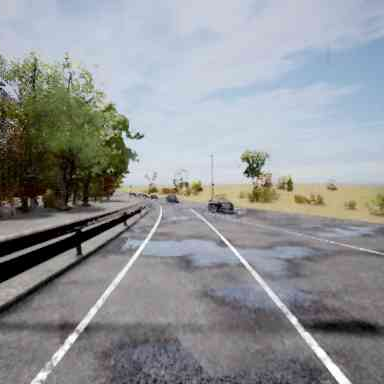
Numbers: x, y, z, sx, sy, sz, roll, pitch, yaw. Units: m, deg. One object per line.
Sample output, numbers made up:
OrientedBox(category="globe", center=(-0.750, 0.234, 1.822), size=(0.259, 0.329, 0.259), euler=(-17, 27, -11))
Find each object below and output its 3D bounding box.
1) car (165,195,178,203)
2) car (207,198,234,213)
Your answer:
OrientedBox(category="car", center=(-4.254, 1.328, 67.985), size=(2.097, 1.767, 4.553), euler=(0, 0, -13))
OrientedBox(category="car", center=(3.023, 1.438, 35.814), size=(2.128, 1.511, 4.902), euler=(0, 0, -13))
